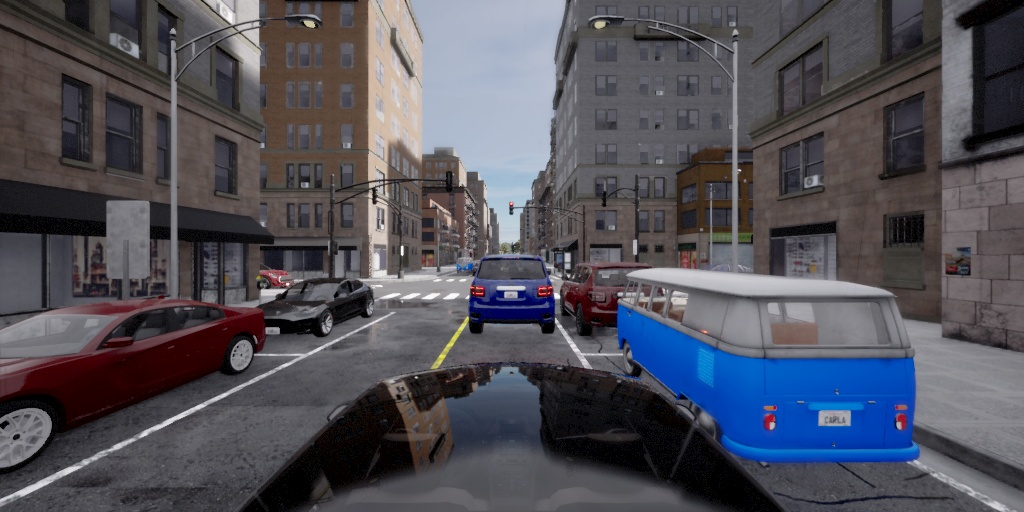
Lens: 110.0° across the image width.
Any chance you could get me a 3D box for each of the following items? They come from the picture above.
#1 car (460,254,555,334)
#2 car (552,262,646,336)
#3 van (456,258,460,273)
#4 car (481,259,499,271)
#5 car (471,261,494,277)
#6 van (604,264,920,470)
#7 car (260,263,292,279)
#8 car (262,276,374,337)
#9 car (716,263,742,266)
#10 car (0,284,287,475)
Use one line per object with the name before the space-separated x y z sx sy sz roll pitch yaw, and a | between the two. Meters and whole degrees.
car | 0.036 0.971 10.794 2.150 2.045 5.566 0 0 1
car | 2.616 1.064 10.293 2.192 1.841 5.009 0 0 0
van | -5.536 1.086 42.229 1.690 1.789 3.998 0 0 0
car | -2.998 1.233 49.187 2.128 1.511 4.902 0 0 0
car | -2.947 1.251 36.661 1.837 1.490 4.892 0 0 1
van | 2.634 1.091 4.781 1.690 1.789 3.998 0 0 0
car | -16.084 1.164 22.110 4.553 1.767 2.097 0 0 0
car | -5.409 1.316 10.266 1.948 1.339 4.313 0 0 0
car | 14.684 1.225 25.207 5.357 1.411 2.033 0 0 0
car | -5.391 1.295 4.755 1.888 1.381 4.507 0 0 0
